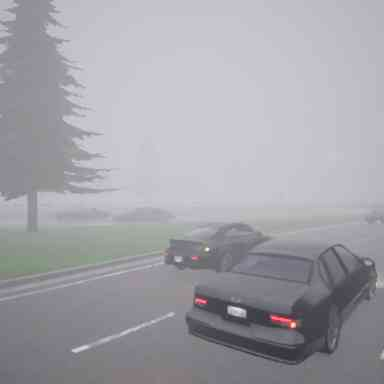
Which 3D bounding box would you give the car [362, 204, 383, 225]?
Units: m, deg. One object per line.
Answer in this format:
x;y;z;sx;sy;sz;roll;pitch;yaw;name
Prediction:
14.852;1.826;25.041;4.718;1.301;1.895;0;-1;-42;car

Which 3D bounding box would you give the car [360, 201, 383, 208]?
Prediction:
28.002;2.060;50.343;4.718;1.301;1.895;0;-1;-35;car

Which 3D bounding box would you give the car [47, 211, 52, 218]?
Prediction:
-11.889;2.088;33.228;4.718;1.301;1.895;0;-1;-16;car

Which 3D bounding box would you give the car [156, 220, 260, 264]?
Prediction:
1.126;1.657;10.776;1.812;1.442;4.674;-1;-1;40;car

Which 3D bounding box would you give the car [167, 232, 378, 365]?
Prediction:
2.109;1.618;6.316;2.033;1.411;5.357;-1;-1;37;car

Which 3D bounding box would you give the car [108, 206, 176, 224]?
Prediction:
-4.086;1.927;28.315;5.357;1.411;2.033;0;-1;-19;car

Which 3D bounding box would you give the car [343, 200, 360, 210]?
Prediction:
26.164;2.032;53.317;4.674;1.442;1.812;0;-1;-34;car

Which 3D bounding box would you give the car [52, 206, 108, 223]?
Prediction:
-9.811;2.038;30.203;4.718;1.301;1.895;0;-1;-16;car
